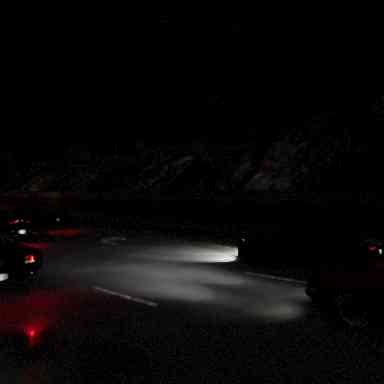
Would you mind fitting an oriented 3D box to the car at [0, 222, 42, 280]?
[{"bbox_3d":[-5.969,1.618,8.836,4.718,1.301,1.895,0,0,40],"label":"car"}]

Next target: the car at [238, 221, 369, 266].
[{"bbox_3d":[3.527,1.589,10.255,4.181,1.385,1.994,0,0,37],"label":"car"}]

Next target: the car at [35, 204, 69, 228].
[{"bbox_3d":[-9.913,1.522,21.838,5.008,1.535,1.882,0,0,43],"label":"car"}]

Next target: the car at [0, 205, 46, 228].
[{"bbox_3d":[-9.409,1.538,16.580,4.892,1.490,1.837,0,0,43],"label":"car"}]

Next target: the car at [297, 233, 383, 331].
[{"bbox_3d":[4.360,1.615,5.251,4.718,1.301,1.895,0,0,35],"label":"car"}]
